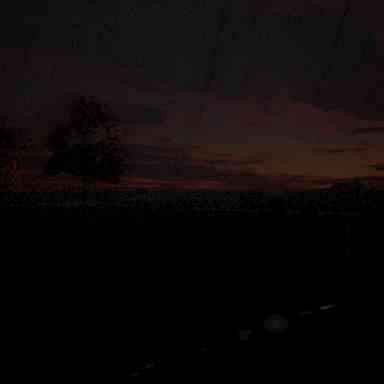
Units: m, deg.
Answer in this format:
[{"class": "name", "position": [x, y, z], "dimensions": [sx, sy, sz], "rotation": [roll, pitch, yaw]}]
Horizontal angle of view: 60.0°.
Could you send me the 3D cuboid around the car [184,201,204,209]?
[{"class": "car", "position": [0.328, 2.452, 63.724], "dimensions": [2.128, 1.511, 4.902], "rotation": [0, -1, -34]}]
